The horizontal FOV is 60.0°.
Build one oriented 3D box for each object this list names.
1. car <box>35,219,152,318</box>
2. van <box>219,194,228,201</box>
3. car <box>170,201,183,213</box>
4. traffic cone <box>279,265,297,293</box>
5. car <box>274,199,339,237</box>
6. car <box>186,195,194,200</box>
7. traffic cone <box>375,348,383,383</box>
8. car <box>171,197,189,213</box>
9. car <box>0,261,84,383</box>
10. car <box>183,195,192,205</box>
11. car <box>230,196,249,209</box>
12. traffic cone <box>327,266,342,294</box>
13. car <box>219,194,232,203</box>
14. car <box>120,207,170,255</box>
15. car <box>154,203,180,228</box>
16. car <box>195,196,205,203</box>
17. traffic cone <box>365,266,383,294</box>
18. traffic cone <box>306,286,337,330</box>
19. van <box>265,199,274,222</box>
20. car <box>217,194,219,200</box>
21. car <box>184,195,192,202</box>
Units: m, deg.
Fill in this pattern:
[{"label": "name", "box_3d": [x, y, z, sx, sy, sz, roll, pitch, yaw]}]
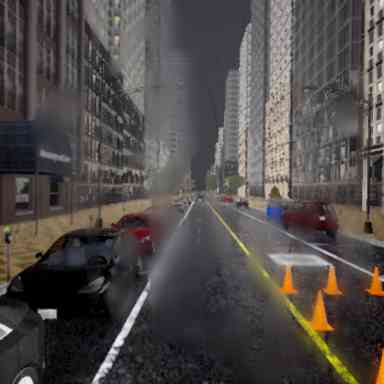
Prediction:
[{"label": "car", "box_3d": [-2.221, 1.533, 7.374, 1.947, 1.339, 4.313, 0, 0, 1]}, {"label": "van", "box_3d": [7.651, 1.347, 81.077, 1.690, 1.788, 3.998, 0, 0, 1]}, {"label": "car", "box_3d": [-1.876, 1.537, 24.422, 1.802, 1.307, 4.206, 0, 0, 1]}, {"label": "traffic cone", "box_3d": [2.203, 1.973, 7.632, 0.340, 0.580, 0.340, 1, 0, 1]}, {"label": "car", "box_3d": [6.387, 1.370, 18.570, 2.192, 1.841, 5.009, 0, 0, 1]}, {"label": "car", "box_3d": [-0.613, 1.470, 86.929, 1.947, 1.339, 4.313, 0, 0, 1]}, {"label": "traffic cone", "box_3d": [2.122, 1.976, 3.633, 0.340, 0.580, 0.340, 1, 0, 1]}, {"label": "car", "box_3d": [-1.647, 1.497, 35.787, 2.008, 1.369, 4.403, 0, 0, 1]}, {"label": "car", "box_3d": [-2.336, 1.522, 1.692, 2.008, 1.369, 4.403, 0, 0, 1]}, {"label": "car", "box_3d": [-1.417, 1.488, 47.151, 2.008, 1.369, 4.403, 0, 0, 1]}, {"label": "car", "box_3d": [6.962, 1.585, 46.982, 2.008, 1.369, 4.403, 0, 0, 1]}, {"label": "traffic cone", "box_3d": [3.203, 1.985, 7.611, 0.340, 0.580, 0.340, 1, 0, 1]}, {"label": "car", "box_3d": [7.421, 1.330, 69.712, 2.192, 1.841, 5.009, 0, 0, 1]}, {"label": "car", "box_3d": [-2.106, 1.508, 13.057, 1.887, 1.381, 4.507, 0, 0, 1]}, {"label": "car", "box_3d": [-1.992, 1.510, 18.739, 2.008, 1.369, 4.403, 0, 0, 1]}, {"label": "car", "box_3d": [1.747, 1.475, 70.187, 1.812, 1.442, 4.674, 1, 0, 1]}, {"label": "traffic cone", "box_3d": [4.203, 1.996, 7.591, 0.340, 0.580, 0.340, 1, 0, 1]}, {"label": "traffic cone", "box_3d": [2.162, 1.975, 5.632, 0.340, 0.580, 0.340, 1, 0, 1]}, {"label": "van", "box_3d": [6.502, 1.392, 24.252, 1.690, 1.788, 3.998, 0, 0, 1]}, {"label": "car", "box_3d": [7.536, 1.326, 75.395, 2.192, 1.841, 5.009, 0, 0, 1]}, {"label": "car", "box_3d": [-0.845, 1.440, 75.394, 1.752, 1.417, 4.829, 0, 0, 1]}]
